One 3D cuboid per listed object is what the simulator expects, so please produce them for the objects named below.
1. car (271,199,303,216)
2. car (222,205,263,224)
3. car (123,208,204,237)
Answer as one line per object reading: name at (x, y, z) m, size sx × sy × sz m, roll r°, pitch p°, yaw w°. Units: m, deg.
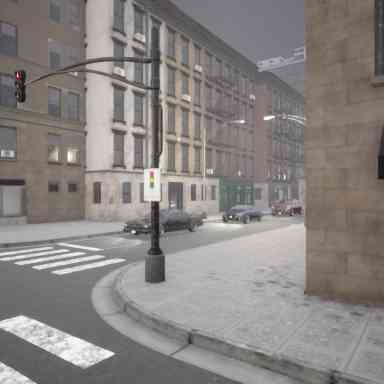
car at (9.985, 1.539, 34.792) m, size 2.097 × 1.767 × 4.553 m, roll 0°, pitch 0°, yaw 35°
car at (4.065, 1.696, 26.509) m, size 1.994 × 1.385 × 4.181 m, roll 0°, pitch 0°, yaw 36°
car at (-1.391, 1.631, 18.870) m, size 2.033 × 1.411 × 5.357 m, roll 0°, pitch 0°, yaw 35°
